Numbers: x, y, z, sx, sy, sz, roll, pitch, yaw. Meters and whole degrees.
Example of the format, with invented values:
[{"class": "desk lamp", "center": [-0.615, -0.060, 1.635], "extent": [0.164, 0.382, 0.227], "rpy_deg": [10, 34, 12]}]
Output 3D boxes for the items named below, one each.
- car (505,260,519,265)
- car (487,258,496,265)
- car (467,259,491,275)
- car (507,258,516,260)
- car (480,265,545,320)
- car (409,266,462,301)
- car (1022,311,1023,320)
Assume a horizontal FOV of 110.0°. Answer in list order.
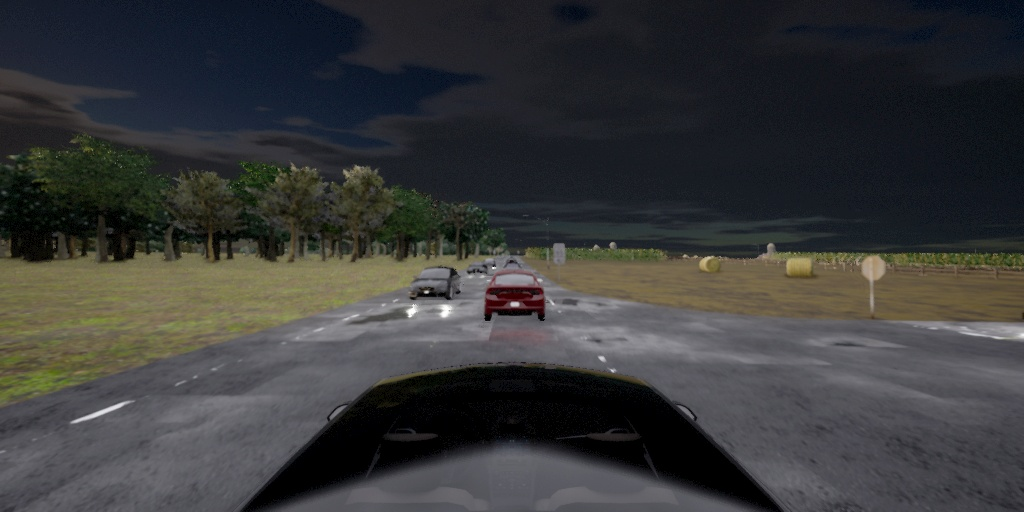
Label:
[{"class": "car", "center": [0.049, 1.309, 33.861], "extent": [1.994, 1.385, 4.181], "rpy_deg": [0, 0, 0]}, {"class": "car", "center": [-3.618, 1.089, 58.896], "extent": [1.812, 1.442, 4.674], "rpy_deg": [0, 0, 0]}, {"class": "car", "center": [-3.646, 1.289, 38.544], "extent": [1.994, 1.385, 4.181], "rpy_deg": [0, 0, 0]}, {"class": "car", "center": [-0.079, 1.064, 59.441], "extent": [1.837, 1.490, 4.892], "rpy_deg": [0, 1, 0]}, {"class": "car", "center": [0.082, 1.243, 12.804], "extent": [1.882, 1.535, 5.008], "rpy_deg": [0, 0, 0]}, {"class": "car", "center": [-3.623, 1.276, 17.593], "extent": [1.837, 1.490, 4.892], "rpy_deg": [0, 0, 0]}, {"class": "car", "center": [19.190, 1.694, 11.286], "extent": [4.181, 1.385, 1.994], "rpy_deg": [1, -2, 1]}]
